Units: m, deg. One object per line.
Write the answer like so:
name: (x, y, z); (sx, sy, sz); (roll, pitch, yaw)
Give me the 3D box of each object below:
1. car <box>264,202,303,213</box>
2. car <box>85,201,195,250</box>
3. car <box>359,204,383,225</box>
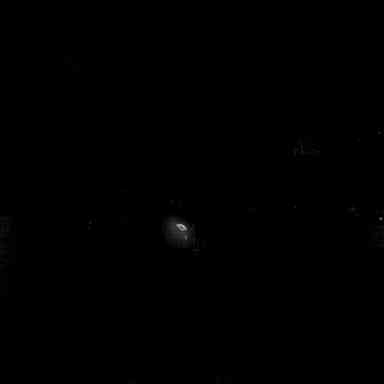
car: (11.023, 1.844, 40.518); (1.895, 1.301, 4.718); (0, 0, -37)
car: (-2.159, 1.438, 14.460); (4.553, 1.767, 2.097); (0, 0, 8)
car: (13.788, 1.641, 24.984); (2.128, 1.511, 4.902); (0, -1, 21)
